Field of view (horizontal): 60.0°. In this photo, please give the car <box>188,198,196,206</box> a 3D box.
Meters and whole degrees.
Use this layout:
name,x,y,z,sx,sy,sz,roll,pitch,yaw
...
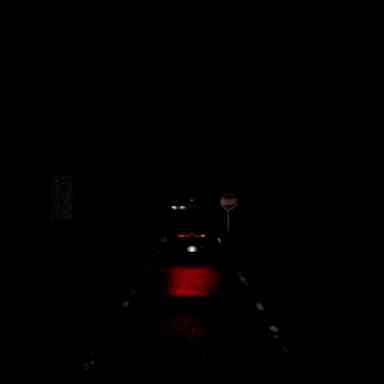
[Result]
name,x,y,z,sx,sy,sz,roll,pitch,yaw
car,-0.001,2.368,74.782,1.994,1.385,4.181,0,-1,0

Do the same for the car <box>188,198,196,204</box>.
name,x,y,z,sx,sy,sz,roll,pitch,yaw
car,-0.001,2.294,84.787,2.128,1.511,4.902,0,-1,0

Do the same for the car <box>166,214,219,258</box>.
name,x,y,z,sx,sy,sz,roll,pitch,yaw
car,0.014,1.653,13.448,1.837,1.490,4.892,0,0,0

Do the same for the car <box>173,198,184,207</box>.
name,x,y,z,sx,sy,sz,roll,pitch,yaw
car,-2.753,2.095,67.391,2.097,1.767,4.553,0,-1,0
